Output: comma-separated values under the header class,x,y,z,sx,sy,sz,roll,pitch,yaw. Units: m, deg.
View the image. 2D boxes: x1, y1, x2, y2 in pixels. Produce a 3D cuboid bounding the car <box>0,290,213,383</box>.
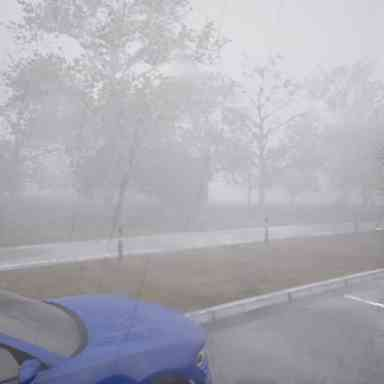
class,x,y,z,sx,sy,sz,roll,pitch,yaw
car,-2.114,1.473,2.453,5.008,1.535,2.097,0,0,-35
